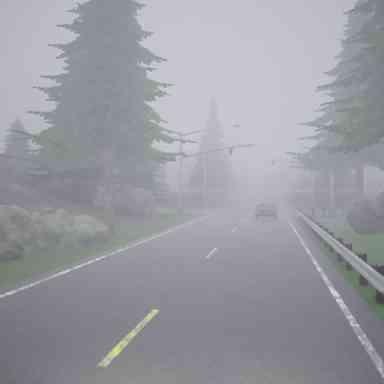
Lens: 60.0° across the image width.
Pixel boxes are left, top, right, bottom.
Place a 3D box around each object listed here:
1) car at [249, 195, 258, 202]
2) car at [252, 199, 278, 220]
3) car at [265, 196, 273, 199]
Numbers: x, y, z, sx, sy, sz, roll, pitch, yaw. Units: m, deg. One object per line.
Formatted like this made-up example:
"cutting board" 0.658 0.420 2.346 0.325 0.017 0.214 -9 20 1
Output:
"car" 13.953 1.443 75.602 1.882 1.535 5.008 0 0 13
"car" 6.359 1.561 28.422 2.033 1.411 5.357 0 0 13
"car" 18.108 1.494 77.956 1.895 1.301 4.718 0 0 13
